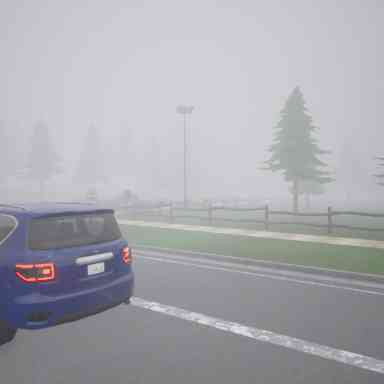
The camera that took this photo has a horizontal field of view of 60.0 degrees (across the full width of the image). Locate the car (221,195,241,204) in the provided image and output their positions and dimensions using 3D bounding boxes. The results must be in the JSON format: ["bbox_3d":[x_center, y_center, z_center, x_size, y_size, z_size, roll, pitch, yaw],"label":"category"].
[{"bbox_3d":[8.047,1.507,64.012,1.837,1.490,4.892,0,-1,35],"label":"car"}]

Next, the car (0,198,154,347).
[{"bbox_3d":[-3.578,1.221,6.487,5.566,2.045,2.150,0,0,36],"label":"car"}]

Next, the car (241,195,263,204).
[{"bbox_3d":[11.673,1.350,63.070,2.097,1.767,4.553,0,0,35],"label":"car"}]

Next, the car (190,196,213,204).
[{"bbox_3d":[1.906,1.547,67.456,2.033,1.411,5.357,0,0,35],"label":"car"}]

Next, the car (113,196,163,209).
[{"bbox_3d":[-6.058,1.547,37.888,2.033,1.411,5.357,0,0,35],"label":"car"}]

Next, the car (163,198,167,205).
[{"bbox_3d":[-4.995,1.546,51.615,2.033,1.411,5.357,0,0,35],"label":"car"}]

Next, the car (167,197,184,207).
[{"bbox_3d":[-1.193,1.525,50.927,1.812,1.442,4.674,0,0,35],"label":"car"}]

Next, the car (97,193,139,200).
[{"bbox_3d":[-8.620,1.221,40.334,2.150,2.045,5.566,0,0,35],"label":"car"}]

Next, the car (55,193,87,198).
[{"bbox_3d":[-14.921,1.352,43.535,2.097,1.767,4.553,0,0,35],"label":"car"}]

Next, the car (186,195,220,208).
[{"bbox_3d":[1.683,1.478,48.944,1.882,1.535,5.008,0,0,35],"label":"car"}]

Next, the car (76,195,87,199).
[{"bbox_3d":[-11.717,1.477,42.011,1.882,1.535,5.008,0,0,35],"label":"car"}]
